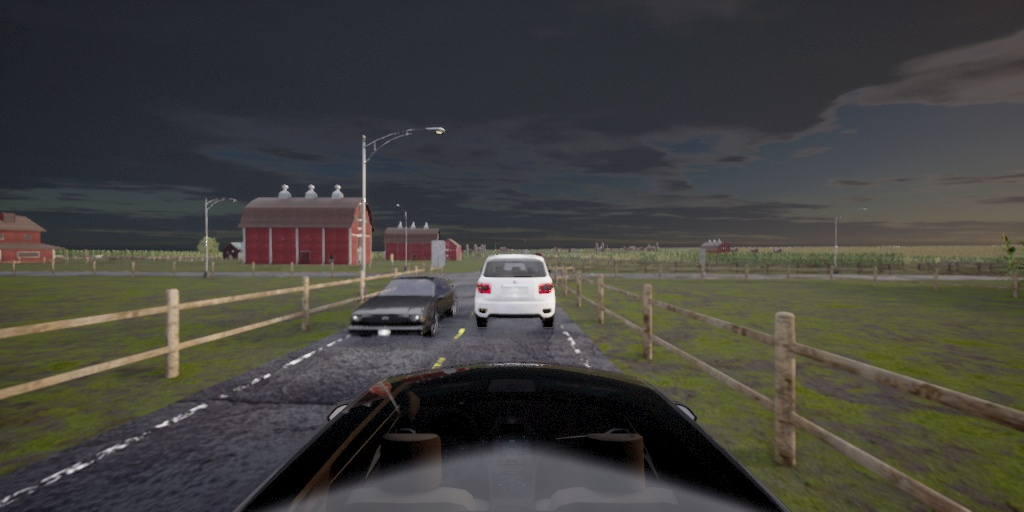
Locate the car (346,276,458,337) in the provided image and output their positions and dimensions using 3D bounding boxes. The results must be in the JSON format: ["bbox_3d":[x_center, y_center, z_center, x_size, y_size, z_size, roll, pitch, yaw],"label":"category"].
[{"bbox_3d":[-2.815,1.312,10.584,2.033,1.411,5.357,0,0,0],"label":"car"}]

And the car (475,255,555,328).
[{"bbox_3d":[0.119,0.988,11.600,2.150,2.045,5.566,0,0,1],"label":"car"}]
